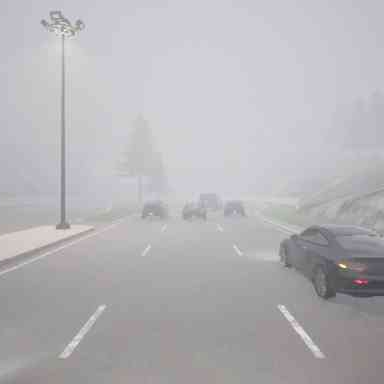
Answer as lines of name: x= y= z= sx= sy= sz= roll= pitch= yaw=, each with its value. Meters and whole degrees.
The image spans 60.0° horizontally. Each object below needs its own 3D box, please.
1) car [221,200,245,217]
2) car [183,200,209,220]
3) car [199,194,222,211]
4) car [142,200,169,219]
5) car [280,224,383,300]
car: x=4.011 y=1.506 z=31.818 sx=1.837 sy=1.490 sz=4.892 roll=0 pitch=0 yaw=5
car: x=0.283 y=1.601 z=28.211 sx=1.895 sy=1.301 sz=4.718 roll=0 pitch=0 yaw=2
car: x=2.293 y=1.217 z=40.536 sx=2.150 sy=2.045 sz=5.566 roll=0 pitch=-1 yaw=15
car: x=-3.170 y=1.505 z=29.162 sx=1.837 sy=1.490 sz=4.892 roll=0 pitch=0 yaw=2
car: x=3.599 y=1.525 z=8.288 sx=1.812 sy=1.442 sz=4.674 roll=0 pitch=0 yaw=0
